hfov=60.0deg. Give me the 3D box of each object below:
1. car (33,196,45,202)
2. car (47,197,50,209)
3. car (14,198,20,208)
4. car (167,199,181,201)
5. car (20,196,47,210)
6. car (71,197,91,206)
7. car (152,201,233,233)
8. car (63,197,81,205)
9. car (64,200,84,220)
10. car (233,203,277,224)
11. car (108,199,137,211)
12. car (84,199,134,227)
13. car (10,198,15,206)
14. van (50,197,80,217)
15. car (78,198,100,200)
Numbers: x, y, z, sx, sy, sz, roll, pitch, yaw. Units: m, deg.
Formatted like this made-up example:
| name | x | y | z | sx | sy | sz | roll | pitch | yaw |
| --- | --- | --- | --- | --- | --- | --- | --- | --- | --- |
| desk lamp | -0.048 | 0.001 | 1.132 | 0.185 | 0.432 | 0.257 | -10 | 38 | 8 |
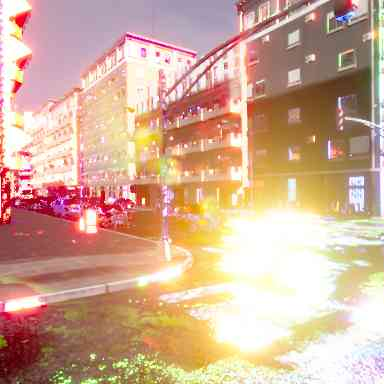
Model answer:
| name | x | y | z | sx | sy | sz | roll | pitch | yaw |
| --- | --- | --- | --- | --- | --- | --- | --- | --- | --- |
| car | -37.978 | 1.723 | 82.679 | 1.887 | 1.381 | 4.507 | -1 | 1 | -36 |
| car | -20.698 | 1.499 | 48.966 | 2.097 | 1.767 | 4.553 | -1 | 1 | -36 |
| car | -25.362 | 1.767 | 50.841 | 1.947 | 1.339 | 4.313 | -1 | 1 | -36 |
| car | -2.387 | 1.436 | 33.290 | 1.967 | 1.590 | 4.097 | -1 | 1 | -36 |
| car | -22.128 | 1.626 | 46.350 | 1.967 | 1.590 | 4.097 | -1 | 1 | -36 |
| car | -18.564 | 1.639 | 55.740 | 1.947 | 1.339 | 4.313 | -1 | 1 | -36 |
| car | -0.101 | 1.545 | 20.220 | 2.128 | 1.511 | 4.902 | -1 | 1 | -36 |
| car | -21.800 | 1.641 | 60.230 | 2.008 | 1.369 | 4.403 | -1 | 1 | -36 |
| car | -9.084 | 1.650 | 28.254 | 1.752 | 1.417 | 4.829 | -1 | 1 | -36 |
| car | 3.986 | 1.494 | 24.449 | 1.752 | 1.417 | 4.829 | -1 | 1 | -36 |
| car | -8.857 | 1.577 | 42.270 | 2.008 | 1.369 | 4.403 | -1 | 1 | -36 |
| car | -5.950 | 1.550 | 23.902 | 1.967 | 1.590 | 4.097 | -1 | 1 | -36 |
| car | -31.833 | 1.780 | 59.821 | 1.887 | 1.381 | 4.507 | -1 | 1 | -36 |
| van | -12.422 | 1.481 | 32.880 | 1.690 | 1.788 | 3.998 | -1 | 1 | -36 |
| car | -9.558 | 1.622 | 33.348 | 1.812 | 1.442 | 4.674 | -1 | 0 | -36 |
